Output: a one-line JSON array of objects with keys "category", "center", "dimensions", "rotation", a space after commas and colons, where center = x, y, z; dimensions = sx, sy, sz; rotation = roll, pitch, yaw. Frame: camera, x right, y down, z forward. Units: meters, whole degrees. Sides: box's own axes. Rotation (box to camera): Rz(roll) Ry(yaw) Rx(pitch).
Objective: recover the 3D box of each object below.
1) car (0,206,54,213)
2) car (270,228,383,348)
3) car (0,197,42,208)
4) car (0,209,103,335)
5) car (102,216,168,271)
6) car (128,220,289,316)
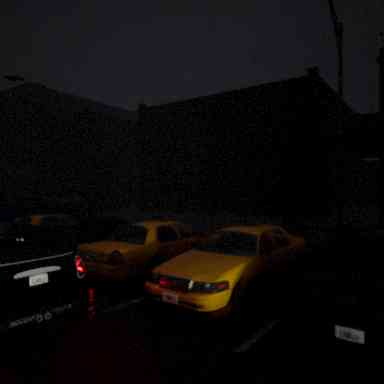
[{"category": "car", "center": [-5.311, 1.495, 13.045], "dimensions": [1.946, 1.575, 5.366], "rotation": [0, 0, 36]}, {"category": "car", "center": [3.513, 1.510, 6.415], "dimensions": [2.163, 1.488, 4.792], "rotation": [0, 0, 36]}, {"category": "car", "center": [-9.911, 1.263, 16.092], "dimensions": [2.435, 2.045, 5.566], "rotation": [0, 0, 36]}, {"category": "car", "center": [-4.064, 1.360, 6.320], "dimensions": [4.553, 1.767, 2.097], "rotation": [0, 0, 36]}, {"category": "car", "center": [-3.164, 1.522, 11.306], "dimensions": [2.163, 1.488, 4.792], "rotation": [0, 0, 36]}, {"category": "car", "center": [1.187, 1.480, 7.904], "dimensions": [1.946, 1.575, 5.366], "rotation": [0, 0, 36]}]
